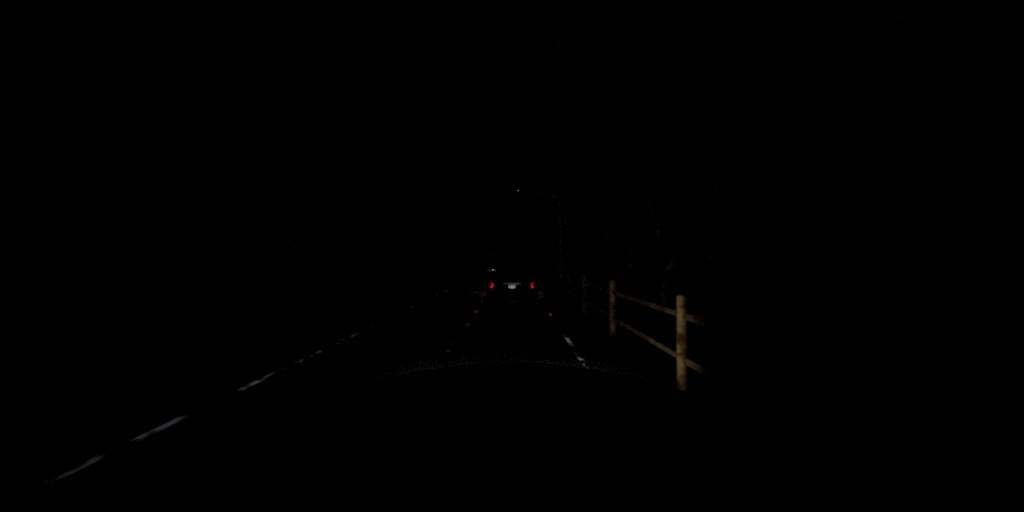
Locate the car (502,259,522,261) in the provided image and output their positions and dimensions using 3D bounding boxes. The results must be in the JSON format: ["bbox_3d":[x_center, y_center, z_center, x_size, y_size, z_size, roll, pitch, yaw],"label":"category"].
[{"bbox_3d":[0.008,1.254,30.879,2.150,2.045,5.566,0,0,0],"label":"car"}]

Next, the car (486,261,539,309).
[{"bbox_3d":[0.006,1.236,15.927,2.097,1.767,4.553,0,-1,0],"label":"car"}]
